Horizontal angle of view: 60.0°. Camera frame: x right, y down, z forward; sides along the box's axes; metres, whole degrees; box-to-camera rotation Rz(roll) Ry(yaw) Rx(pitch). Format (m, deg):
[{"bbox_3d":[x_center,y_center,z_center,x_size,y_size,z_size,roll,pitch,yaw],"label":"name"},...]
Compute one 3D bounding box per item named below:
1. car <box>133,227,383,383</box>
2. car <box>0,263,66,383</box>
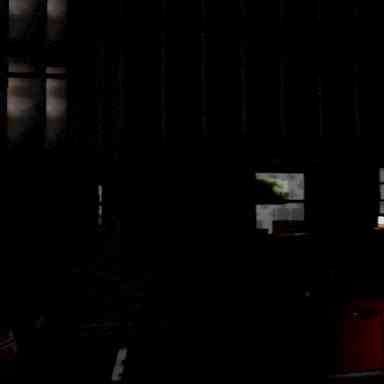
[{"bbox_3d":[1.797,1.435,4.325,5.009,1.841,2.192,0,-1,-6],"label":"car"},{"bbox_3d":[-3.733,1.587,3.769,4.097,1.590,1.967,0,-1,-6],"label":"car"}]
